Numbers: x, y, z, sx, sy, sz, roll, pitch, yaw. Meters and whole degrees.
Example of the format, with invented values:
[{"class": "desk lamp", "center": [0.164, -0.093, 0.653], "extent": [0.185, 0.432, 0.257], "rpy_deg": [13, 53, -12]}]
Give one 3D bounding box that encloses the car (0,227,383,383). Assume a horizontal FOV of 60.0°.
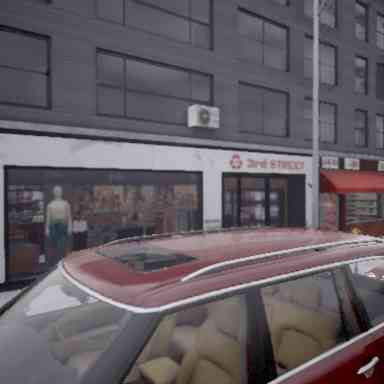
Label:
[{"class": "car", "center": [-0.173, 1.285, 2.316], "extent": [5.009, 1.841, 2.192], "rpy_deg": [0, 0, -34]}]
